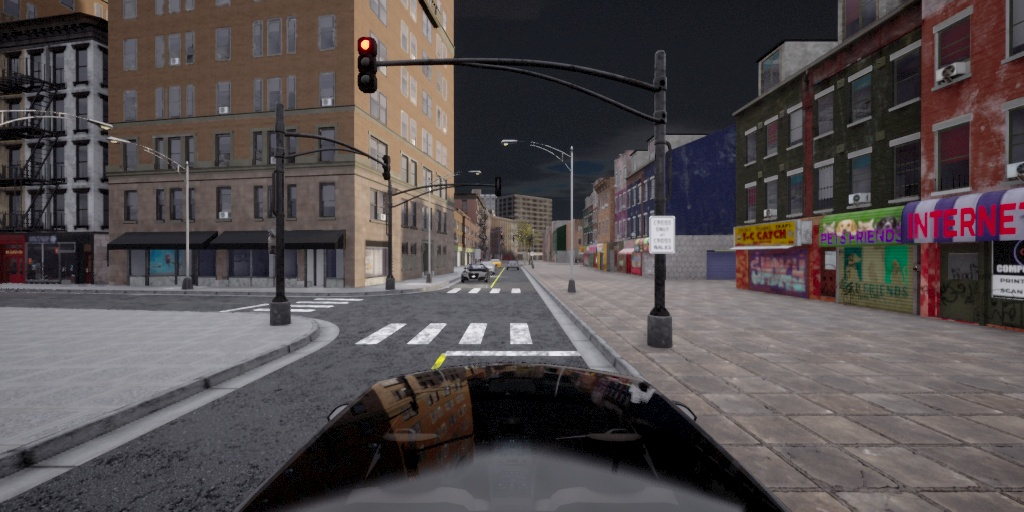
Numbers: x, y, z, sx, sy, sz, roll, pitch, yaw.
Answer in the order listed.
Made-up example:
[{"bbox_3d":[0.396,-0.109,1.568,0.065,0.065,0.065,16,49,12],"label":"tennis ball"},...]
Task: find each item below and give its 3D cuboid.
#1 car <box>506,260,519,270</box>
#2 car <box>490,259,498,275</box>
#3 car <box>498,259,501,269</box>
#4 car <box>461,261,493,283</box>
[{"bbox_3d":[0.102,1.310,52.801,2.033,1.411,5.357,0,0,0],"label":"car"},{"bbox_3d":[-2.778,1.282,38.129,1.812,1.442,4.674,0,0,0],"label":"car"},{"bbox_3d":[-2.698,1.242,56.566,1.882,1.535,5.008,0,0,1],"label":"car"},{"bbox_3d":[-2.798,1.317,28.176,1.994,1.385,4.181,0,0,0],"label":"car"}]
